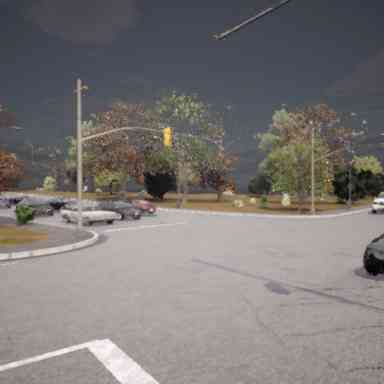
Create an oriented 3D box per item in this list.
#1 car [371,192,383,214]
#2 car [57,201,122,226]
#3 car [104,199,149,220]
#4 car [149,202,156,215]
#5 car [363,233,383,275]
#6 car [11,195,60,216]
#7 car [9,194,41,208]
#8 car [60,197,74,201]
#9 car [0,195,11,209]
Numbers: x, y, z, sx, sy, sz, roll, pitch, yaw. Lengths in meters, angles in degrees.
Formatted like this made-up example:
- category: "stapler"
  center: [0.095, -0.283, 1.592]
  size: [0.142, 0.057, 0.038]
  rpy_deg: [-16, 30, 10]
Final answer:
- category: "car"
  center: [19.176, 1.018, 32.283]
  size: [2.150, 2.045, 5.566]
  rpy_deg: [0, 0, 41]
- category: "car"
  center: [-7.275, 1.568, 23.301]
  size: [4.718, 1.301, 1.895]
  rpy_deg: [1, 1, 43]
- category: "car"
  center: [-5.973, 1.435, 26.875]
  size: [4.892, 1.490, 1.837]
  rpy_deg: [1, 1, 43]
- category: "car"
  center: [-5.282, 1.401, 31.316]
  size: [4.674, 1.442, 1.812]
  rpy_deg: [1, 1, 43]
- category: "car"
  center: [6.505, 1.513, 9.263]
  size: [4.181, 1.385, 1.994]
  rpy_deg: [-1, 0, -40]
- category: "car"
  center: [-13.949, 1.331, 29.545]
  size: [4.892, 1.490, 1.837]
  rpy_deg: [2, 2, 43]
- category: "car"
  center: [-20.221, 1.013, 40.217]
  size: [4.718, 1.301, 1.895]
  rpy_deg: [3, 3, 43]
- category: "car"
  center: [-12.866, 1.251, 33.323]
  size: [4.902, 1.511, 2.128]
  rpy_deg: [2, 2, 43]
- category: "car"
  center: [-21.467, 1.027, 36.583]
  size: [4.674, 1.442, 1.812]
  rpy_deg: [3, 3, 43]
